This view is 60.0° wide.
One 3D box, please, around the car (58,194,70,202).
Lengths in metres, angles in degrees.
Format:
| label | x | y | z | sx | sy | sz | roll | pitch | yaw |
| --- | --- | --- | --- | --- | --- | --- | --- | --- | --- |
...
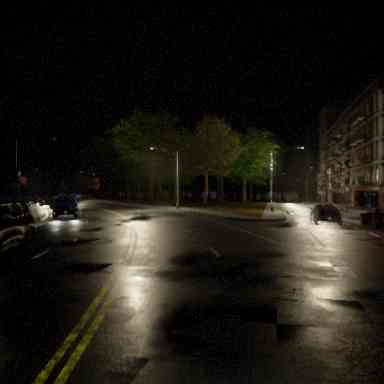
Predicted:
| label | x | y | z | sx | sy | sz | roll | pitch | yaw |
| --- | --- | --- | --- | --- | --- | --- | --- | --- | --- |
| car | -33.902 | 1.452 | 87.825 | 2.150 | 2.045 | 5.566 | -1 | 0 | -29 |

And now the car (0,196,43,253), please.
| label | x | y | z | sx | sy | sz | roll | pitch | yaw |
| --- | --- | --- | --- | --- | --- | --- | --- | --- | --- |
| car | -7.429 | 1.307 | 11.849 | 2.150 | 2.045 | 5.566 | 0 | 0 | -7 |

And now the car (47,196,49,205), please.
| label | x | y | z | sx | sy | sz | roll | pitch | yaw |
| --- | --- | --- | --- | --- | --- | --- | --- | --- | --- |
| car | -19.928 | 1.714 | 49.413 | 1.837 | 1.490 | 4.892 | -1 | 0 | -29 |

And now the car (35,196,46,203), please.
| label | x | y | z | sx | sy | sz | roll | pitch | yaw |
| --- | --- | --- | --- | --- | --- | --- | --- | --- | --- |
| car | -34.613 | 1.772 | 75.793 | 1.837 | 1.490 | 4.892 | -1 | 0 | -29 |

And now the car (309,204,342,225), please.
| label | x | y | z | sx | sy | sz | roll | pitch | yaw |
| --- | --- | --- | --- | --- | --- | --- | --- | --- | --- |
| car | 10.014 | 1.657 | 25.130 | 1.812 | 1.442 | 4.674 | 0 | -1 | 13 |

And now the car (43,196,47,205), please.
| label | x | y | z | sx | sy | sz | roll | pitch | yaw |
| --- | --- | --- | --- | --- | --- | --- | --- | --- | --- |
| car | -27.460 | 1.596 | 63.011 | 2.097 | 1.767 | 4.553 | -1 | 0 | -29 |

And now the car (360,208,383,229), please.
| label | x | y | z | sx | sy | sz | roll | pitch | yaw |
| --- | --- | --- | --- | --- | --- | --- | --- | --- | --- |
| car | 12.587 | 1.704 | 21.877 | 1.895 | 1.301 | 4.718 | 0 | -1 | 14 |

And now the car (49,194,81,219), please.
| label | x | y | z | sx | sy | sz | roll | pitch | yaw |
| --- | --- | --- | --- | --- | --- | --- | --- | --- | --- |
| car | -11.808 | 1.381 | 31.291 | 2.150 | 2.045 | 5.566 | -1 | 0 | -19 |
